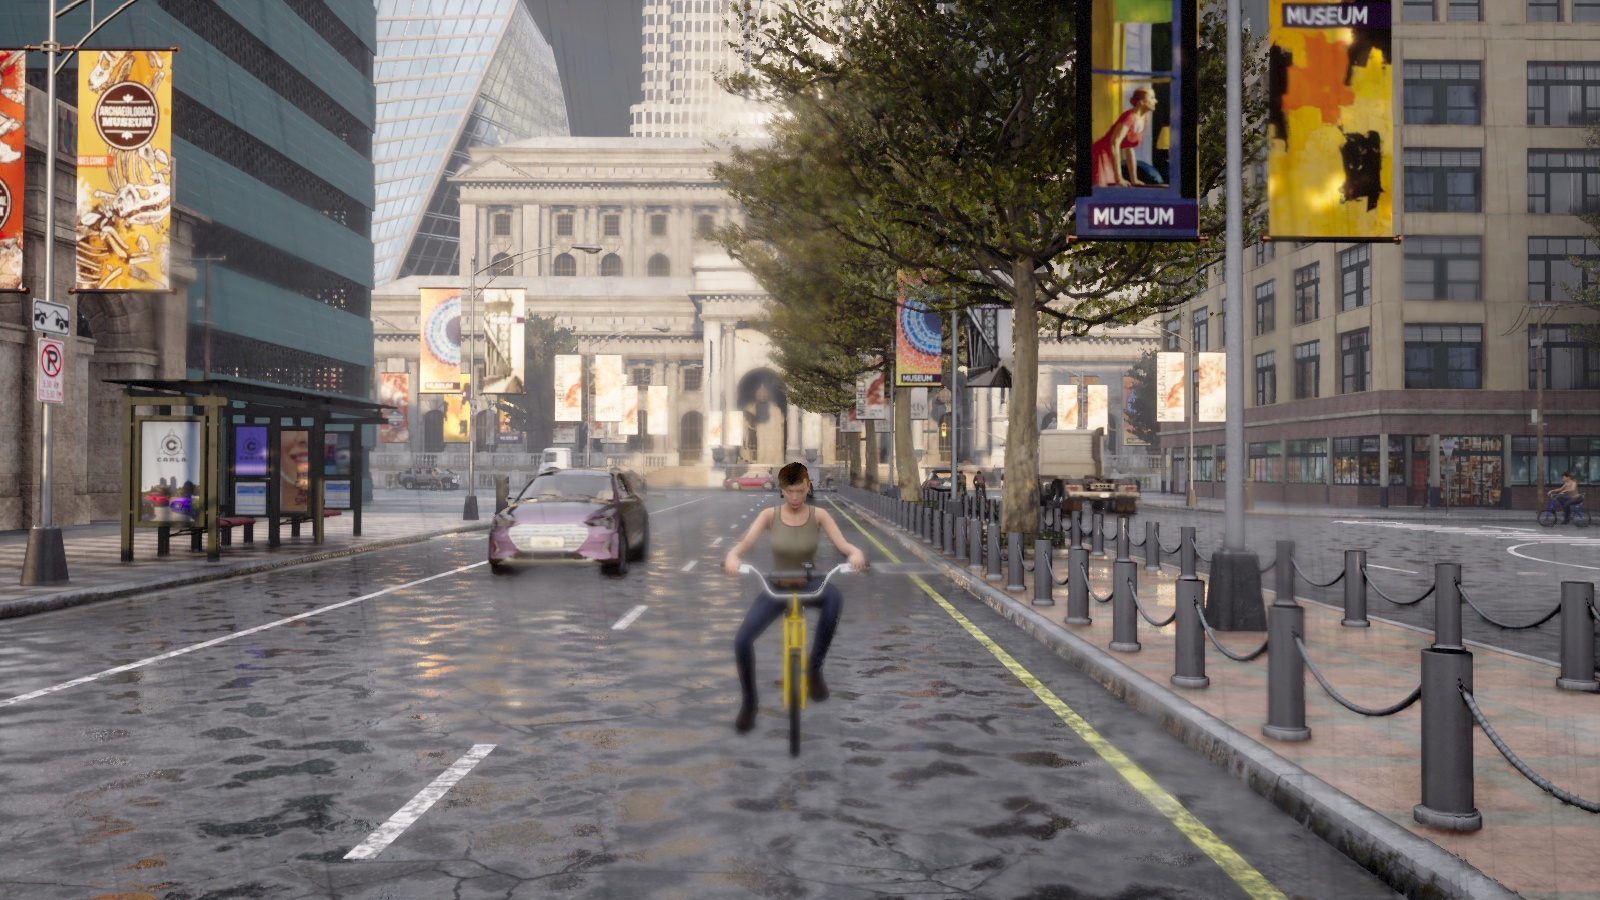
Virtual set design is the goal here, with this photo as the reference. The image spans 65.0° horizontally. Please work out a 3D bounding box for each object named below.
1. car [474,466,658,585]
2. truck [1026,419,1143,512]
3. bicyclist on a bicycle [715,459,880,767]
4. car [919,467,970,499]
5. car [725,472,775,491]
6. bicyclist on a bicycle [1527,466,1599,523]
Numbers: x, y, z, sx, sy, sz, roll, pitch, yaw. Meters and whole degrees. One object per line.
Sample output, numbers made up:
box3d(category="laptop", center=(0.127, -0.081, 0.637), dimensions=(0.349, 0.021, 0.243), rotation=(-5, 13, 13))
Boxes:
box3d(category="car", center=(-3.547, 1.094, 20.010), dimensions=(2.033, 1.649, 4.856), rotation=(0, -1, 0))
box3d(category="truck", center=(11.378, 0.642, 50.984), dimensions=(2.891, 3.462, 7.936), rotation=(0, -1, 0))
box3d(category="bicyclist on a bicycle", center=(-0.025, 0.875, 7.376), dimensions=(0.866, 1.612, 1.509), rotation=(0, -1, -1))
box3d(category="car", center=(7.838, 1.777, 68.541), dimensions=(2.242, 1.667, 4.611), rotation=(0, -1, 0))
box3d(category="car", center=(-3.911, 2.445, 98.389), dimensions=(3.806, 1.475, 1.970), rotation=(0, -1, 0))
box3d(category="bicyclist on a bicycle", center=(21.979, 1.270, 36.203), dimensions=(1.509, 1.612, 0.866), rotation=(0, -2, 3))
